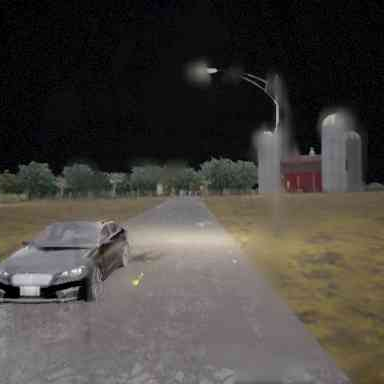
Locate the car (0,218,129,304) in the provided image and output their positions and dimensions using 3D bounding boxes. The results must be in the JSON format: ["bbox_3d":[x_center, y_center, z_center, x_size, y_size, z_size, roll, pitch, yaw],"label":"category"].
[{"bbox_3d":[-2.828,1.454,8.275,2.128,1.511,4.902,0,0,0],"label":"car"}]
